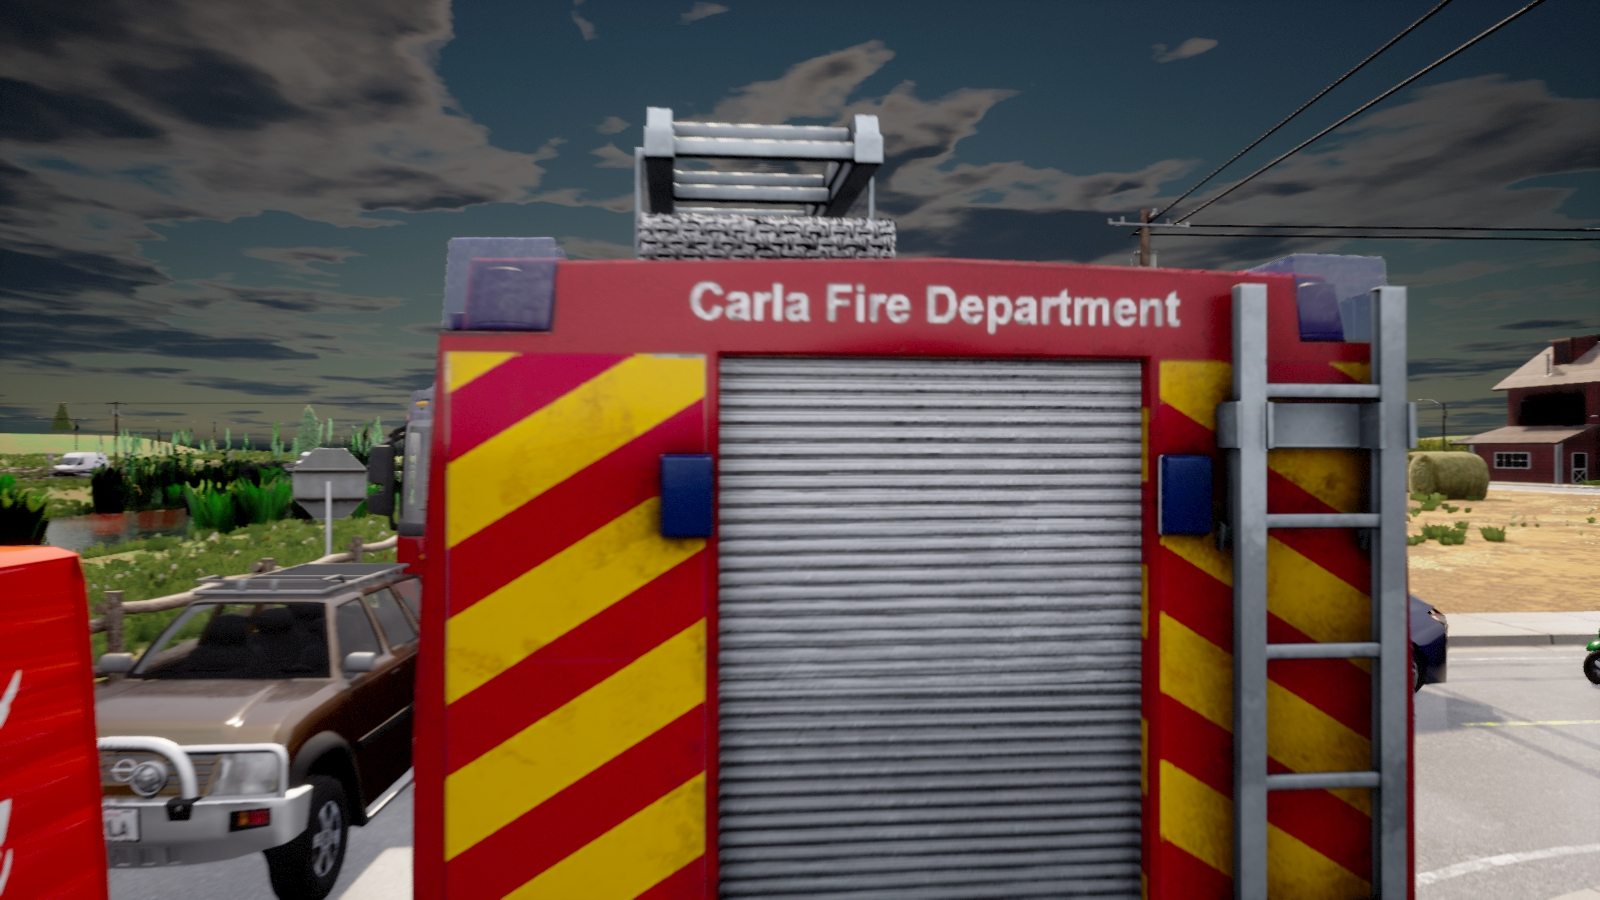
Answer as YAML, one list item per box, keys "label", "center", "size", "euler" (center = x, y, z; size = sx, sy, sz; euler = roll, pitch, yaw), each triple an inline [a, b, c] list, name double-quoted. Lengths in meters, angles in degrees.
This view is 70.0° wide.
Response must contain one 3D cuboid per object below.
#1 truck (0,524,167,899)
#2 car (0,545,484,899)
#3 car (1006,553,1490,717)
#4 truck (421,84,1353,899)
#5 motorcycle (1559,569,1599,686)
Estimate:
- label: "truck"
  center: [-3.683, 1.529, 1.792]
  size: [2.627, 2.467, 5.204]
  euler: [0, 0, -2]
- label: "car"
  center: [-3.912, 1.826, 8.590]
  size: [1.932, 1.855, 4.605]
  euler: [0, 0, -2]
- label: "car"
  center: [5.052, 2.061, 13.325]
  size: [4.792, 1.488, 2.163]
  euler: [0, 0, -6]
- label: "truck"
  center: [-0.127, 0.863, 7.705]
  size: [2.891, 3.827, 8.468]
  euler: [0, 0, -6]
- label: "motorcycle"
  center: [10.373, 2.146, 13.856]
  size: [1.805, 1.316, 0.856]
  euler: [0, 0, -5]
